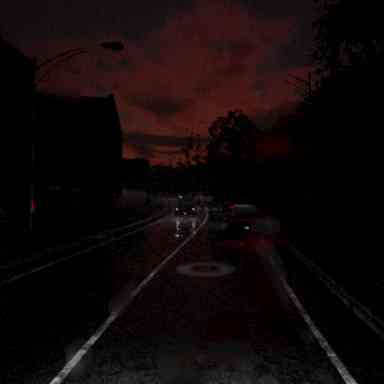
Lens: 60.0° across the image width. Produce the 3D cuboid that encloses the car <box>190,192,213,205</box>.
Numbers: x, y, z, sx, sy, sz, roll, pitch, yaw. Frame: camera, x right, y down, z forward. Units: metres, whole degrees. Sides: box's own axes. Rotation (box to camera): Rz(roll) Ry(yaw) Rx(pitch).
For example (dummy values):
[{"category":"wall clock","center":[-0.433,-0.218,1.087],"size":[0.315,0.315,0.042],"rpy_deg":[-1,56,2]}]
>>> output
[{"category":"car","center":[1.687,0.999,52.696],"size":[2.150,2.045,5.566],"rpy_deg":[1,1,-13]}]

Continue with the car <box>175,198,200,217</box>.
[{"category":"car","center":[-0.529,1.588,31.850],"size":[1.895,1.301,4.718],"rpy_deg":[0,0,2]}]

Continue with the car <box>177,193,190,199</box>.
[{"category":"car","center":[-1.542,0.982,66.246],"size":[2.033,1.411,5.357],"rpy_deg":[1,2,-19]}]

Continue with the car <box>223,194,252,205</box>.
[{"category":"car","center":[4.017,1.247,28.277],"size":[2.150,2.045,5.566],"rpy_deg":[0,0,5]}]

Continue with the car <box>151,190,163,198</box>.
[{"category":"car","center":[-7.648,0.357,72.652],"size":[2.128,1.511,4.902],"rpy_deg":[1,2,-22]}]

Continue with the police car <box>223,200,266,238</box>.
[{"category":"police car","center":[2.911,1.471,18.266],"size":[1.930,1.638,5.238],"rpy_deg":[0,0,7]}]
